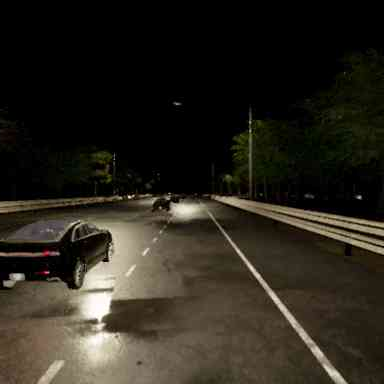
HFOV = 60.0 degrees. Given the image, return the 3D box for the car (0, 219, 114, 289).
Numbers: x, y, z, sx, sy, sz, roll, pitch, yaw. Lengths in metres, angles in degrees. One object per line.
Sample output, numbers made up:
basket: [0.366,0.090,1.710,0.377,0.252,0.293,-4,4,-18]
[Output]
car: [-3.499,1.486,9.095,2.128,1.511,4.902,0,0,0]

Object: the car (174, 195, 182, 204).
car: [-3.388,1.486,63.954,1.812,1.442,4.674,0,0,0]

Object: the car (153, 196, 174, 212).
car: [-3.445,1.484,38.813,1.837,1.490,4.892,0,0,0]
